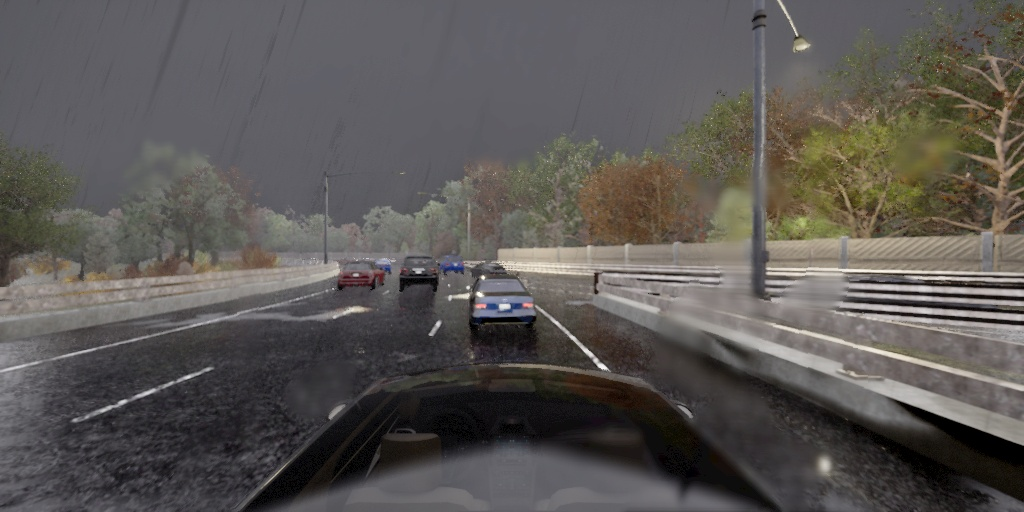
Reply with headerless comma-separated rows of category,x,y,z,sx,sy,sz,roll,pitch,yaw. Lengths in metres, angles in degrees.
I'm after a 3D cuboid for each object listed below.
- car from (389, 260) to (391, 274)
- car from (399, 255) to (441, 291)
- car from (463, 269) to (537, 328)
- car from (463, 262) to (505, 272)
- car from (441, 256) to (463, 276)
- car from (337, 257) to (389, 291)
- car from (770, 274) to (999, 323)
car,-15.112,1.261,41.383,1.882,1.535,5.008,0,0,-22
car,-5.675,0.988,22.252,2.150,2.045,5.566,0,0,-12
car,-0.462,1.305,11.418,2.033,1.411,5.357,0,0,-6
car,-2.240,1.302,31.484,1.837,1.490,4.892,-1,0,-30
car,-6.669,1.001,38.889,2.150,2.045,5.566,0,0,-20
car,-9.324,1.120,22.517,2.097,1.767,4.553,0,0,-11
car,12.033,1.311,12.222,5.357,1.411,2.033,0,0,44
